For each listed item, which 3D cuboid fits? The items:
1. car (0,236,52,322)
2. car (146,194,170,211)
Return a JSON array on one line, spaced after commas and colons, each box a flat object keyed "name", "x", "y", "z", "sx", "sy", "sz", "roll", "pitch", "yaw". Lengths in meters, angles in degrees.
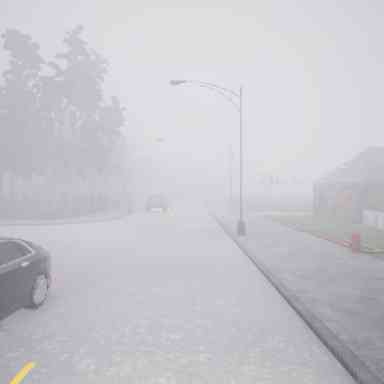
[{"name": "car", "x": -3.879, "y": 1.505, "z": 5.079, "sx": 1.837, "sy": 1.490, "sz": 4.892, "roll": 1, "pitch": 0, "yaw": 2}, {"name": "car", "x": -4.227, "y": 1.221, "z": 40.326, "sx": 2.150, "sy": 2.045, "sz": 5.566, "roll": 0, "pitch": 0, "yaw": 0}]
